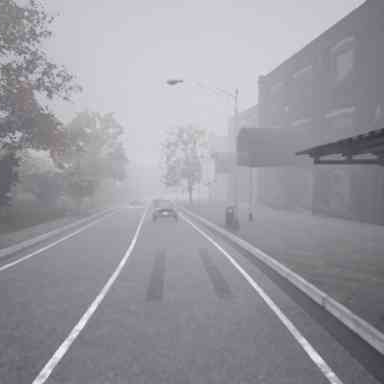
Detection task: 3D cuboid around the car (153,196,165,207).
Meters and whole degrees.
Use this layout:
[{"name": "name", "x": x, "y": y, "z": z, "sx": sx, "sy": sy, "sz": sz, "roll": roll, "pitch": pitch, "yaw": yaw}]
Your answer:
[{"name": "car", "x": -5.282, "y": 1.468, "z": 52.989, "sx": 1.882, "sy": 1.535, "sz": 5.008, "roll": -1, "pitch": 0, "yaw": -7}]

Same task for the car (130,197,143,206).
[{"name": "car", "x": -9.108, "y": 1.604, "z": 55.100, "sx": 1.994, "sy": 1.385, "sz": 4.181, "roll": -1, "pitch": 0, "yaw": -6}]

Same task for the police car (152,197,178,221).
[{"name": "police car", "x": -2.272, "y": 1.482, "z": 27.652, "sx": 2.038, "sy": 1.542, "sz": 4.974, "roll": -1, "pitch": 0, "yaw": -6}]
